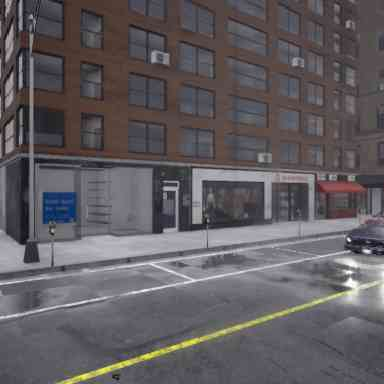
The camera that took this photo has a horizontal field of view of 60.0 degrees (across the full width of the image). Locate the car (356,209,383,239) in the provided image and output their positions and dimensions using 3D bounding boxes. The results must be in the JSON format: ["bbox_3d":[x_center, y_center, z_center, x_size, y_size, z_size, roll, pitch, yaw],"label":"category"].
[{"bbox_3d":[10.616,1.582,17.470,4.206,1.307,1.802,0,0,-35],"label":"car"}]

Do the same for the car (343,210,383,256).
[{"bbox_3d":[7.878,1.547,12.399,5.357,1.411,2.033,0,0,-35],"label":"car"}]
